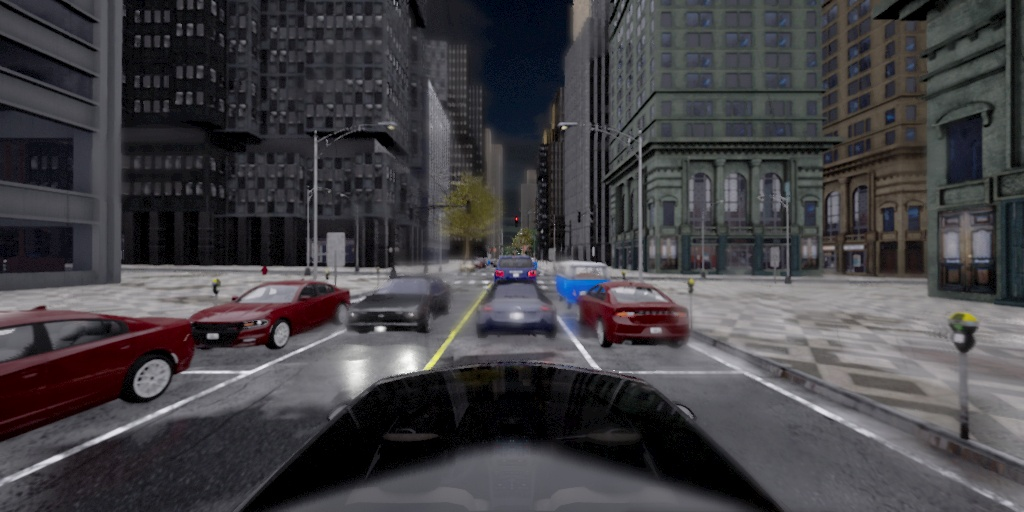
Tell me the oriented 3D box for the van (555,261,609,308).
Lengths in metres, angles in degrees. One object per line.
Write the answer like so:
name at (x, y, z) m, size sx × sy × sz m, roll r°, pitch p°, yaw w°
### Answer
van at (2.783, 1.110, 14.668) m, size 1.690 × 1.789 × 3.998 m, roll 0°, pitch 0°, yaw 0°

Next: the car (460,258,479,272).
car at (-5.748, 1.358, 47.088) m, size 1.751 × 1.417 × 4.829 m, roll 0°, pitch 0°, yaw 0°

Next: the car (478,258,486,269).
car at (-5.737, 1.402, 57.838) m, size 1.888 × 1.381 × 4.507 m, roll 0°, pitch 0°, yaw 0°

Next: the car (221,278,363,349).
car at (-5.776, 1.306, 9.165) m, size 1.888 × 1.381 × 4.507 m, roll 0°, pitch 0°, yaw 0°

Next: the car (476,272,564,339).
car at (0.106, 1.326, 10.088) m, size 1.994 × 1.385 × 4.181 m, roll 0°, pitch 0°, yaw 0°

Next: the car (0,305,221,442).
car at (-5.777, 1.298, 3.640) m, size 1.888 × 1.381 × 4.507 m, roll 0°, pitch 0°, yaw 0°

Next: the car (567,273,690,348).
car at (2.779, 1.306, 9.143) m, size 1.888 × 1.381 × 4.507 m, roll 0°, pitch 0°, yaw 0°

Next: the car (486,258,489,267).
car at (-5.735, 1.184, 63.127) m, size 2.192 × 1.841 × 5.009 m, roll 0°, pitch 0°, yaw 0°

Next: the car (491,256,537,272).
car at (0.129, 0.999, 19.515) m, size 2.150 × 2.045 × 5.566 m, roll 0°, pitch 0°, yaw -1°

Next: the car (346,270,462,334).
car at (-3.022, 1.311, 10.954) m, size 2.033 × 1.411 × 5.357 m, roll 0°, pitch 0°, yaw 1°
